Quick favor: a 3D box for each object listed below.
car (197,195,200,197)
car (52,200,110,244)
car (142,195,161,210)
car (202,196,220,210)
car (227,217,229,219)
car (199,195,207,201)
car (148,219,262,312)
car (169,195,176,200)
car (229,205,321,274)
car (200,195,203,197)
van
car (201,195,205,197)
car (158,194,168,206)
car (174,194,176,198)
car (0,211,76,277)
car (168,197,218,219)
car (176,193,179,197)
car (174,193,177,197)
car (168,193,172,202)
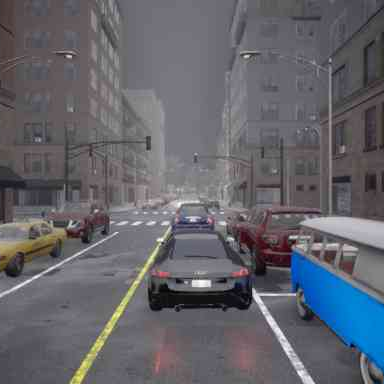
[{"bbox_3d":[2.668,1.547,70.504,2.008,1.369,4.403,0,0,0],"label":"car"},{"bbox_3d":[-5.393,1.314,16.091,2.192,1.841,5.009,0,0,0],"label":"car"},{"bbox_3d":[-5.397,1.521,42.928,1.752,1.417,4.829,0,0,0],"label":"car"},{"bbox_3d":[2.656,1.547,43.095,2.008,1.369,4.403,0,0,0],"label":"car"},{"bbox_3d":[2.645,1.581,16.086,1.802,1.307,4.206,0,0,0],"label":"car"},{"bbox_3d":[2.673,1.437,81.468,1.967,1.590,4.097,0,0,0],"label":"car"},{"bbox_3d":[0.101,1.564,7.799,1.994,1.385,4.181,0,0,-2],"label":"car"},{"bbox_3d":[-5.359,1.523,92.266,1.752,1.417,4.829,0,0,0],"label":"car"},{"bbox_3d":[2.643,1.314,10.407,2.192,1.841,5.009,0,0,0],"label":"car"},{"bbox_3d":[2.661,1.547,54.058,2.008,1.369,4.403,0,0,0],"label":"car"},{"bbox_3d":[2.640,1.341,4.729,1.690,1.788,3.998,0,0,0],"label":"van"},{"bbox_3d":[2.659,1.541,48.576,1.887,1.381,4.507,0,0,0],"label":"car"},{"bbox_3d":[-5.389,1.522,53.892,1.752,1.417,4.829,0,0,0],"label":"car"},{"bbox_3d":[-5.371,1.548,75.990,2.008,1.369,4.403,0,0,0],"label":"car"},{"bbox_3d":[-5.395,1.525,10.242,1.752,1.417,4.829,0,0,0],"label":"car"},{"bbox_3d":[0.057,1.351,17.855,2.097,1.767,4.553,0,0,0],"label":"car"},{"bbox_3d":[-5.362,1.312,86.954,2.192,1.841,5.009,0,0,0],"label":"car"},{"bbox_3d":[-5.367,1.563,81.472,1.947,1.339,4.313,0,0,0],"label":"car"},{"bbox_3d":[-5.384,1.311,59.544,2.192,1.841,5.009,0,0,0],"label":"car"}]
